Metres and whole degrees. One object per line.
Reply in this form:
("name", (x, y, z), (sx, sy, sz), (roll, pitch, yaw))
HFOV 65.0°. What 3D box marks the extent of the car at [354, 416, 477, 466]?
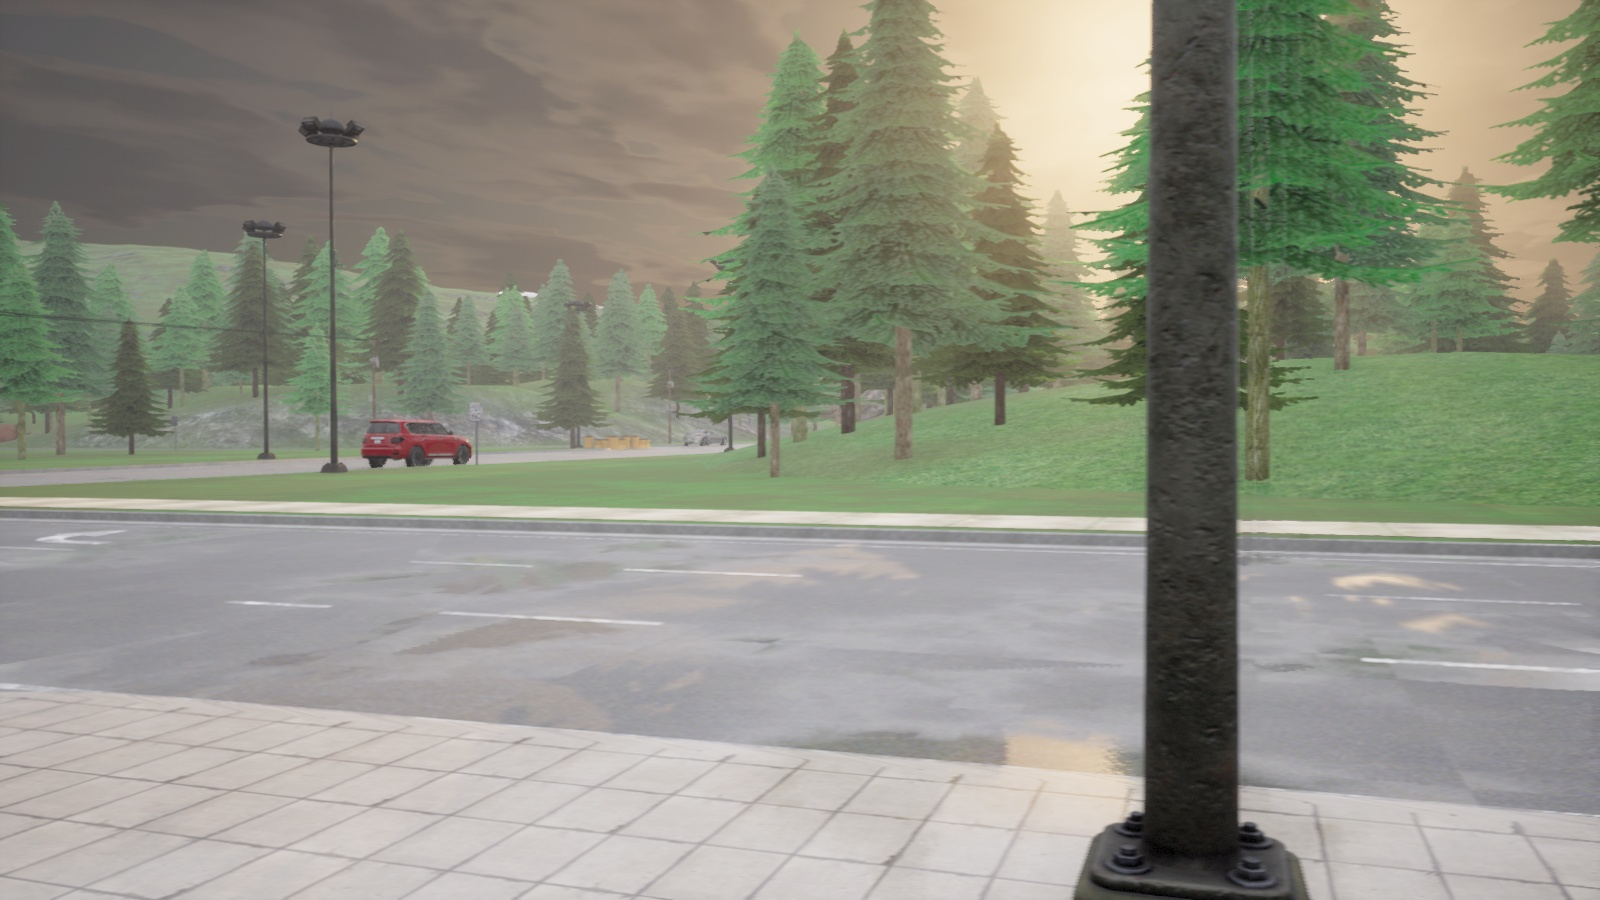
("car", (-16.306, -0.410, 53.623), (2.150, 2.045, 5.566), (1, 1, 19))
